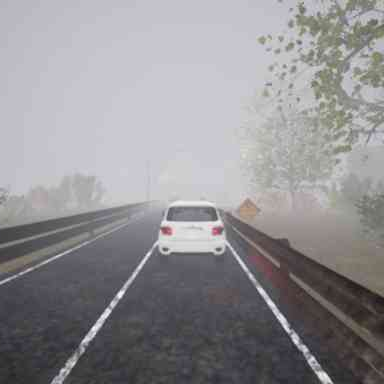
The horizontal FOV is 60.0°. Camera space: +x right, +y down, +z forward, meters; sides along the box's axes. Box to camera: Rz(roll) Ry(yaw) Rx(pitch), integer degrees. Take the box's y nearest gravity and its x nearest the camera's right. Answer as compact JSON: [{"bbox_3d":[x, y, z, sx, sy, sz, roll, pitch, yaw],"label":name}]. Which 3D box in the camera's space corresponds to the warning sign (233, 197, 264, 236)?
[{"bbox_3d":[2.835,1.223,16.816,1.300,1.860,1.060,-1,-1,0],"label":"warning sign"}]

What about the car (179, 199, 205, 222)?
[{"bbox_3d":[0.021,1.478,28.408,2.097,1.767,4.553,0,0,0],"label":"car"}]

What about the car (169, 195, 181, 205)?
[{"bbox_3d":[-3.240,1.539,64.625,2.097,1.767,4.553,0,0,1],"label":"car"}]

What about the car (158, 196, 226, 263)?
[{"bbox_3d":[0.010,1.320,12.552,2.150,2.045,5.566,0,0,0],"label":"car"}]
